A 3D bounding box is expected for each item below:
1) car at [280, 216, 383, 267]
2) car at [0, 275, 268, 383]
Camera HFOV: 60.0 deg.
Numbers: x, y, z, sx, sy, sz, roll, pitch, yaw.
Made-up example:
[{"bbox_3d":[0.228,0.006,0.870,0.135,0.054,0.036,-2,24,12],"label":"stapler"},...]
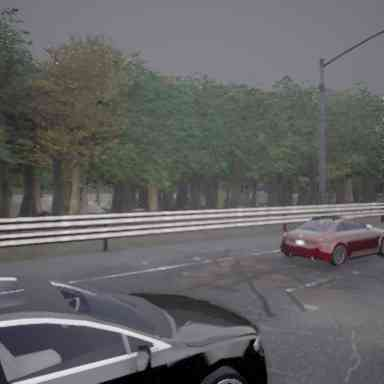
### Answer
[{"bbox_3d":[4.991,1.520,11.371,4.181,1.385,1.994,0,0,-34],"label":"car"},{"bbox_3d":[-1.466,1.487,2.662,4.902,1.511,2.128,0,0,-36],"label":"car"}]
